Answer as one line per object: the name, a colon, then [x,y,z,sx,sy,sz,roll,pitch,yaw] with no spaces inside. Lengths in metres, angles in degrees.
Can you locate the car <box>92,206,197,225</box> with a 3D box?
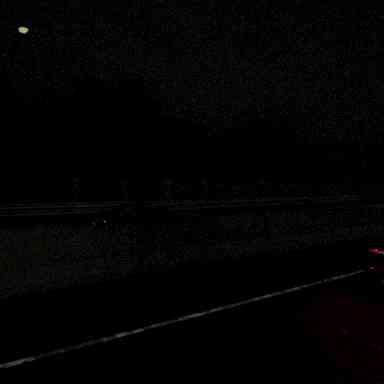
car: [-2.164,1.536,15.301,5.357,1.411,2.033,0,0,-35]

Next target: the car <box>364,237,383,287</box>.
car: [6.085,1.478,8.008,4.902,1.511,2.128,0,0,-35]

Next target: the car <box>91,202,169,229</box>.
car: [-4.107,1.485,22.479,4.892,1.490,1.837,0,0,-35]

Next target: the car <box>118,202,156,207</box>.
car: [-3.140,1.490,18.883,4.892,1.490,1.837,0,0,-35]
